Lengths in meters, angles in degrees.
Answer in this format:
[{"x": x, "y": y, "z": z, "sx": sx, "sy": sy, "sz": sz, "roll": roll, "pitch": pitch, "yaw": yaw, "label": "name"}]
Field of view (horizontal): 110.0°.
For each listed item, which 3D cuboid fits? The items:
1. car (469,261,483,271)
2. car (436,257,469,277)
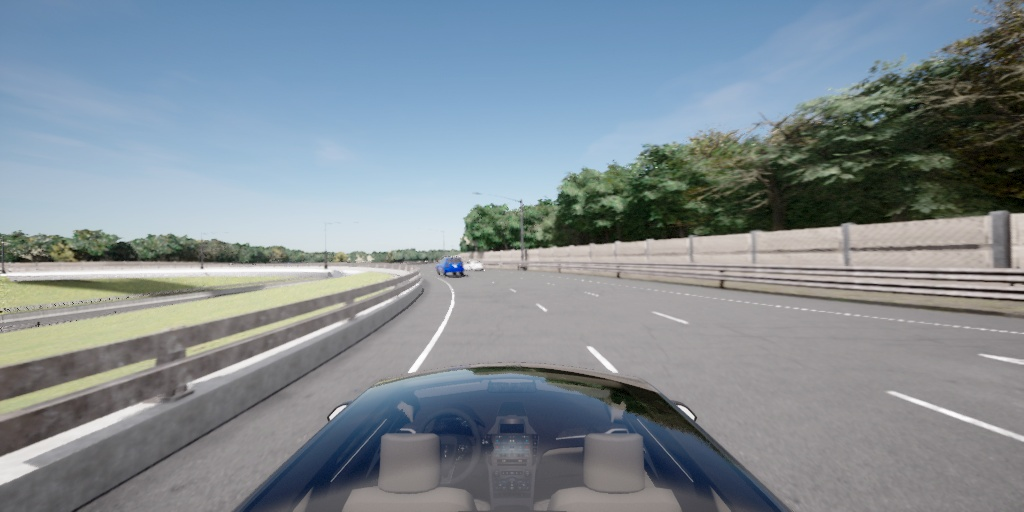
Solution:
[{"x": -5.905, "y": 1.494, "z": 53.930, "sx": 1.812, "sy": 1.442, "sz": 4.674, "roll": -1, "pitch": 0, "yaw": -28, "label": "car"}, {"x": -6.775, "y": 1.176, "z": 39.217, "sx": 2.150, "sy": 2.045, "sz": 5.566, "roll": -1, "pitch": 0, "yaw": -21, "label": "car"}]
